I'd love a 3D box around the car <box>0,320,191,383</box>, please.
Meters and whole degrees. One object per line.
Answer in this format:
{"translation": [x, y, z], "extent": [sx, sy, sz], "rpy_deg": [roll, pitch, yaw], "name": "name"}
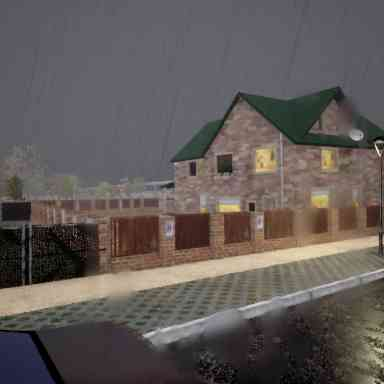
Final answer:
{"translation": [-2.404, 1.548, 1.366], "extent": [5.357, 1.411, 2.033], "rpy_deg": [0, 0, -35], "name": "car"}
